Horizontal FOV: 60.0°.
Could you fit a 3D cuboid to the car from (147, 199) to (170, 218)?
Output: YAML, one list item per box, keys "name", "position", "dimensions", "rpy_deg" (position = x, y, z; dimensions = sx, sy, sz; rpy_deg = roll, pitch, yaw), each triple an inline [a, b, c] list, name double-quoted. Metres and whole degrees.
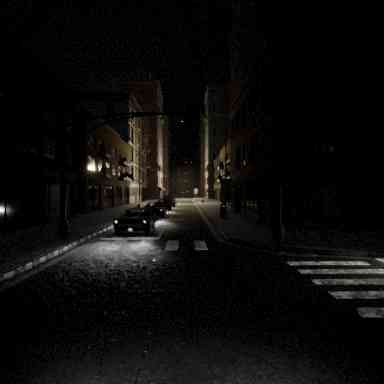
- name: "car"
  position: [-3.323, 1.593, 29.752]
  dimensions: [1.895, 1.301, 4.718]
  rpy_deg: [0, 0, -1]

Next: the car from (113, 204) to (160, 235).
- name: "car"
  position: [-3.157, 1.598, 19.053]
  dimensions: [1.895, 1.301, 4.718]
  rpy_deg: [0, 0, -1]

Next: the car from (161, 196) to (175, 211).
- name: "car"
  position: [-3.465, 1.548, 40.154]
  dimensions: [1.994, 1.385, 4.181]
  rpy_deg: [0, 0, 0]
